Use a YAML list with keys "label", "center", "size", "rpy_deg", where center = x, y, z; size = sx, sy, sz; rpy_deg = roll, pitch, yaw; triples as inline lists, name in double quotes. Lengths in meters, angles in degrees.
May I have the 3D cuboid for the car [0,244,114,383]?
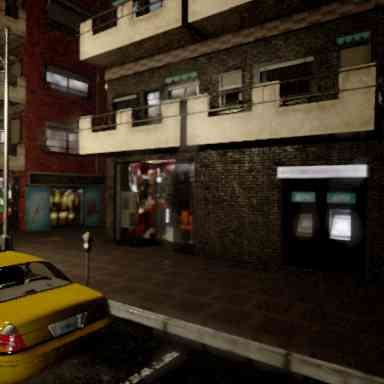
- label: "car"
  center: [-3.322, 1.515, 5.230]
  size: [4.829, 1.417, 1.752]
  rpy_deg: [0, 1, 35]
